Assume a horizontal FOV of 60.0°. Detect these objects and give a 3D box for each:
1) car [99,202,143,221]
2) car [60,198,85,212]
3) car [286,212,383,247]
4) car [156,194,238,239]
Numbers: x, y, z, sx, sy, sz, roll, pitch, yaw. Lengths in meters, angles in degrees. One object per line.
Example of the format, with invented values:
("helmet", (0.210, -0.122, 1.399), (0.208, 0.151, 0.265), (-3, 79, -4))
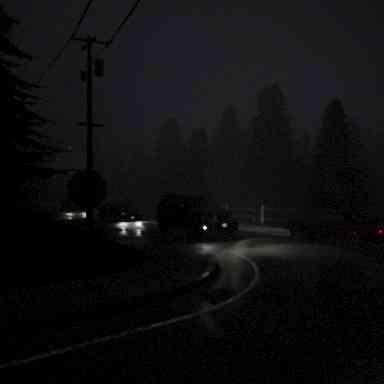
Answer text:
("car", (-5.802, 1.482, 26.501), (2.033, 1.411, 5.357), (0, 0, -34))
("car", (-13.799, 1.419, 38.308), (1.882, 1.535, 5.008), (0, 0, -34))
("car", (6.506, 1.525, 14.853), (1.895, 1.301, 4.718), (0, 0, -30))
("car", (0.037, 1.156, 17.468), (2.150, 2.045, 5.566), (0, 0, -32))
